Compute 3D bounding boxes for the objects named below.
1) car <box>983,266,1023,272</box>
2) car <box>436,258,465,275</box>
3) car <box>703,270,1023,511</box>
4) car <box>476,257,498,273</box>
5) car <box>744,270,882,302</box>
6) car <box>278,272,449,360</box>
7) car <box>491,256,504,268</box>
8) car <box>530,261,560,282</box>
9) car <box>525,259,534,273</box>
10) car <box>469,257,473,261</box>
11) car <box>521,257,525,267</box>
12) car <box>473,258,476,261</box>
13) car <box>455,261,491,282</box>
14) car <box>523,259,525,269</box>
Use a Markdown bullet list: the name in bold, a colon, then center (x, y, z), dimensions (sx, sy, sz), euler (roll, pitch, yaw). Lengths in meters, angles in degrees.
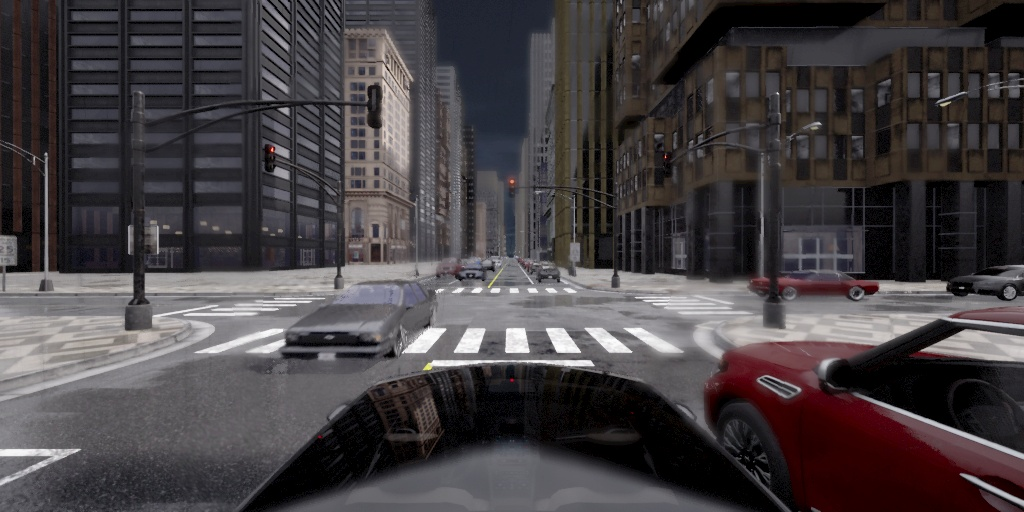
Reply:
- **car**: center (22.961, 1.197, 16.388), dimensions (4.892, 1.490, 1.837), euler (0, 0, 0)
- **car**: center (-5.746, 1.067, 33.810), dimensions (2.192, 1.841, 5.009), euler (0, 0, 0)
- **car**: center (2.762, 1.065, 1.202), dimensions (2.192, 1.841, 5.009), euler (0, 0, 0)
- **car**: center (-3.072, 1.232, 44.753), dimensions (1.882, 1.535, 5.008), euler (0, 0, 0)
- **car**: center (13.527, 1.314, 16.346), dimensions (4.718, 1.301, 1.895), euler (0, 0, 0)
- **car**: center (-3.099, 1.301, 8.671), dimensions (2.033, 1.411, 5.357), euler (0, 0, 0)
- **car**: center (-2.969, 1.043, 62.916), dimensions (2.150, 2.045, 5.566), euler (0, 0, 0)
- **car**: center (2.776, 1.302, 28.175), dimensions (2.007, 1.370, 4.403), euler (0, 0, 0)
- **car**: center (2.782, 1.304, 39.456), dimensions (2.007, 1.370, 4.403), euler (0, 0, 0)
- **car**: center (-5.743, 1.193, 39.452), dimensions (1.967, 1.591, 4.097), euler (0, 0, 0)
- **car**: center (2.790, 1.199, 56.378), dimensions (1.967, 1.591, 4.097), euler (0, 0, 0)
- **car**: center (-5.741, 1.321, 45.093), dimensions (1.948, 1.339, 4.313), euler (0, 0, 0)
- **car**: center (-3.084, 1.314, 28.885), dimensions (1.994, 1.385, 4.181), euler (0, 0, 1)
- **car**: center (2.785, 1.300, 45.097), dimensions (1.888, 1.381, 4.507), euler (0, 0, 0)
